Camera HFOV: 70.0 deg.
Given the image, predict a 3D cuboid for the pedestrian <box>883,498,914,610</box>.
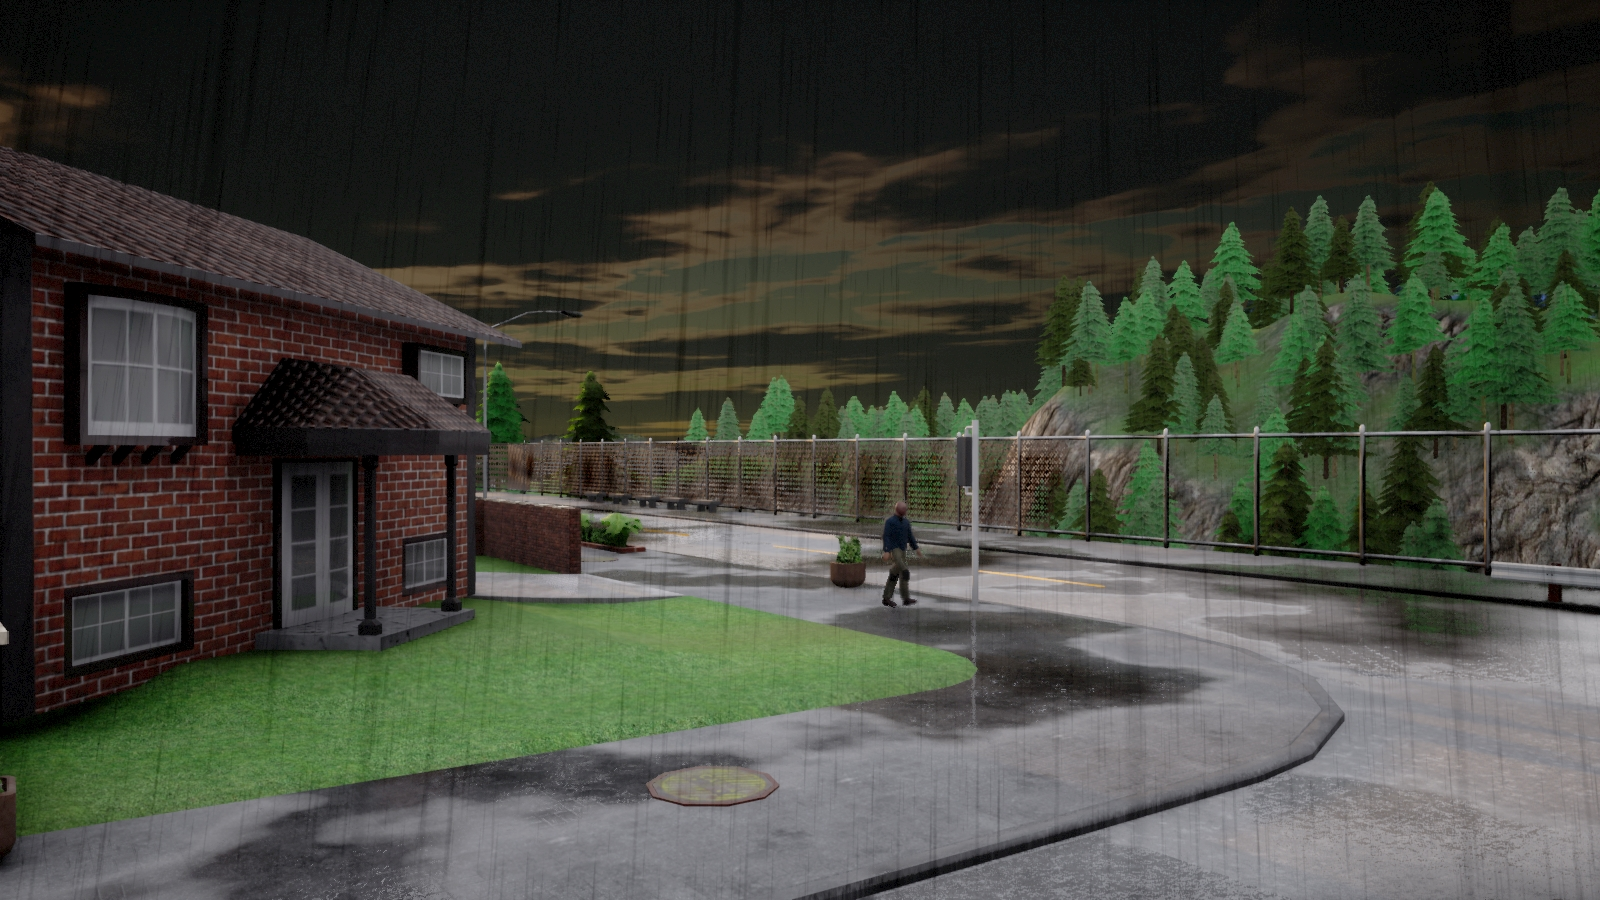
[{"bbox_3d":[1.668,1.745,19.339,0.375,1.860,0.375,0,0,-43],"label":"pedestrian"}]
